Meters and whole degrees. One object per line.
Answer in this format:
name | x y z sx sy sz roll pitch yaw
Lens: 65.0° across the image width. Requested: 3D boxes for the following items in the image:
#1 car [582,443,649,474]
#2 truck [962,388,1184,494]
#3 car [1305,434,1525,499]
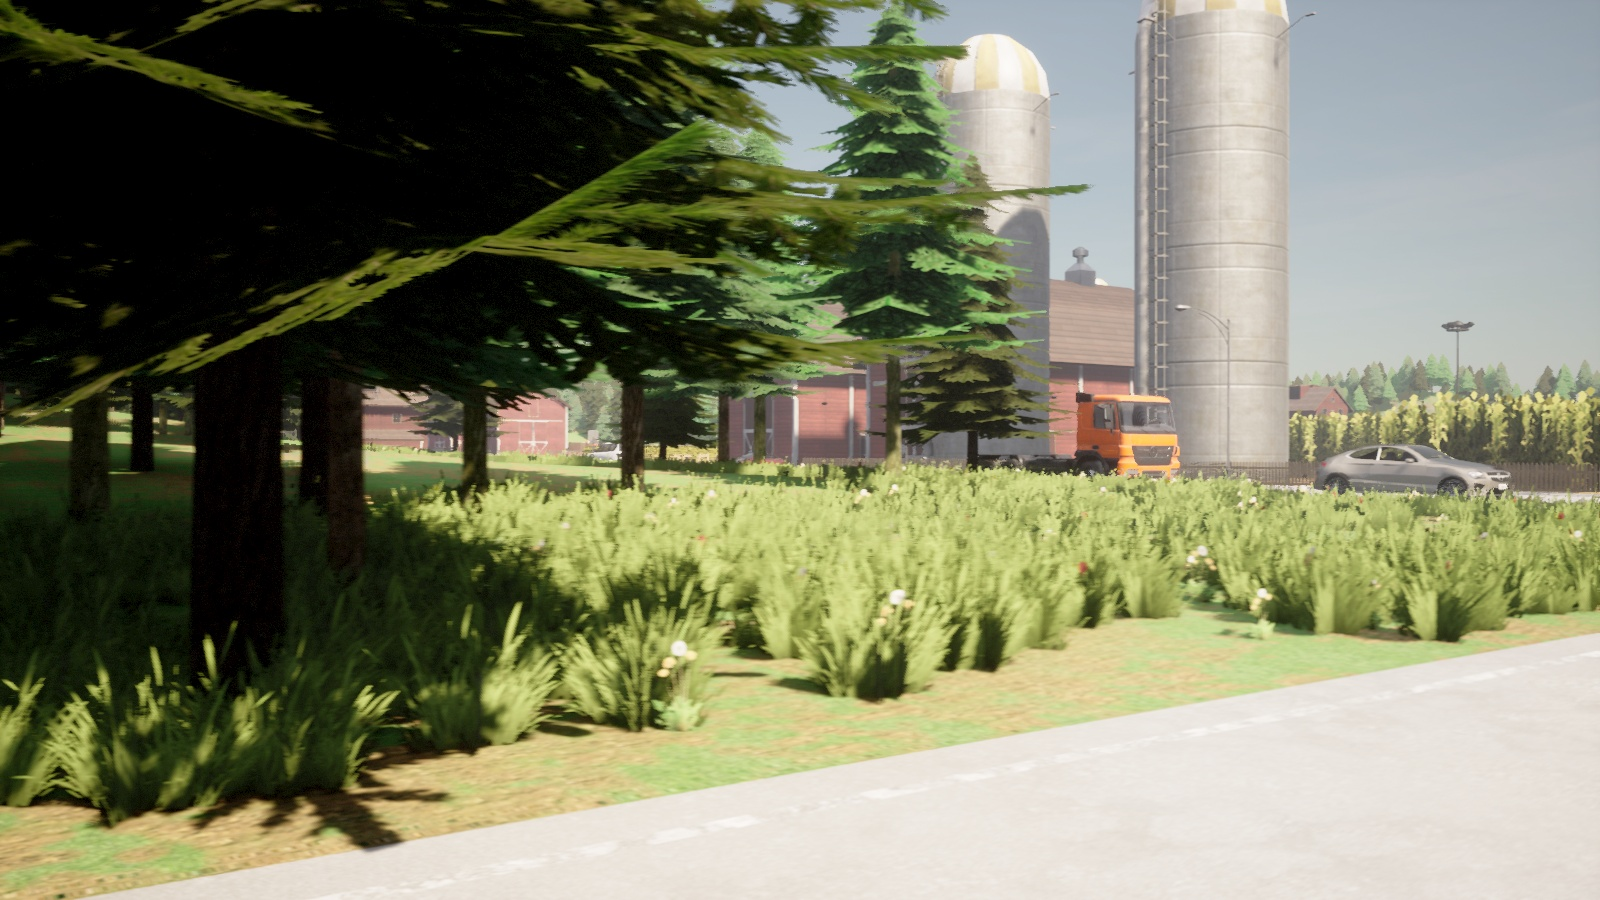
car | -12.279 0.554 83.271 2.150 2.045 5.566 0 0 -34
truck | 9.574 -0.287 45.017 2.891 3.462 7.936 0 0 -34
car | 16.759 0.433 34.482 2.152 1.651 5.027 0 0 -34
